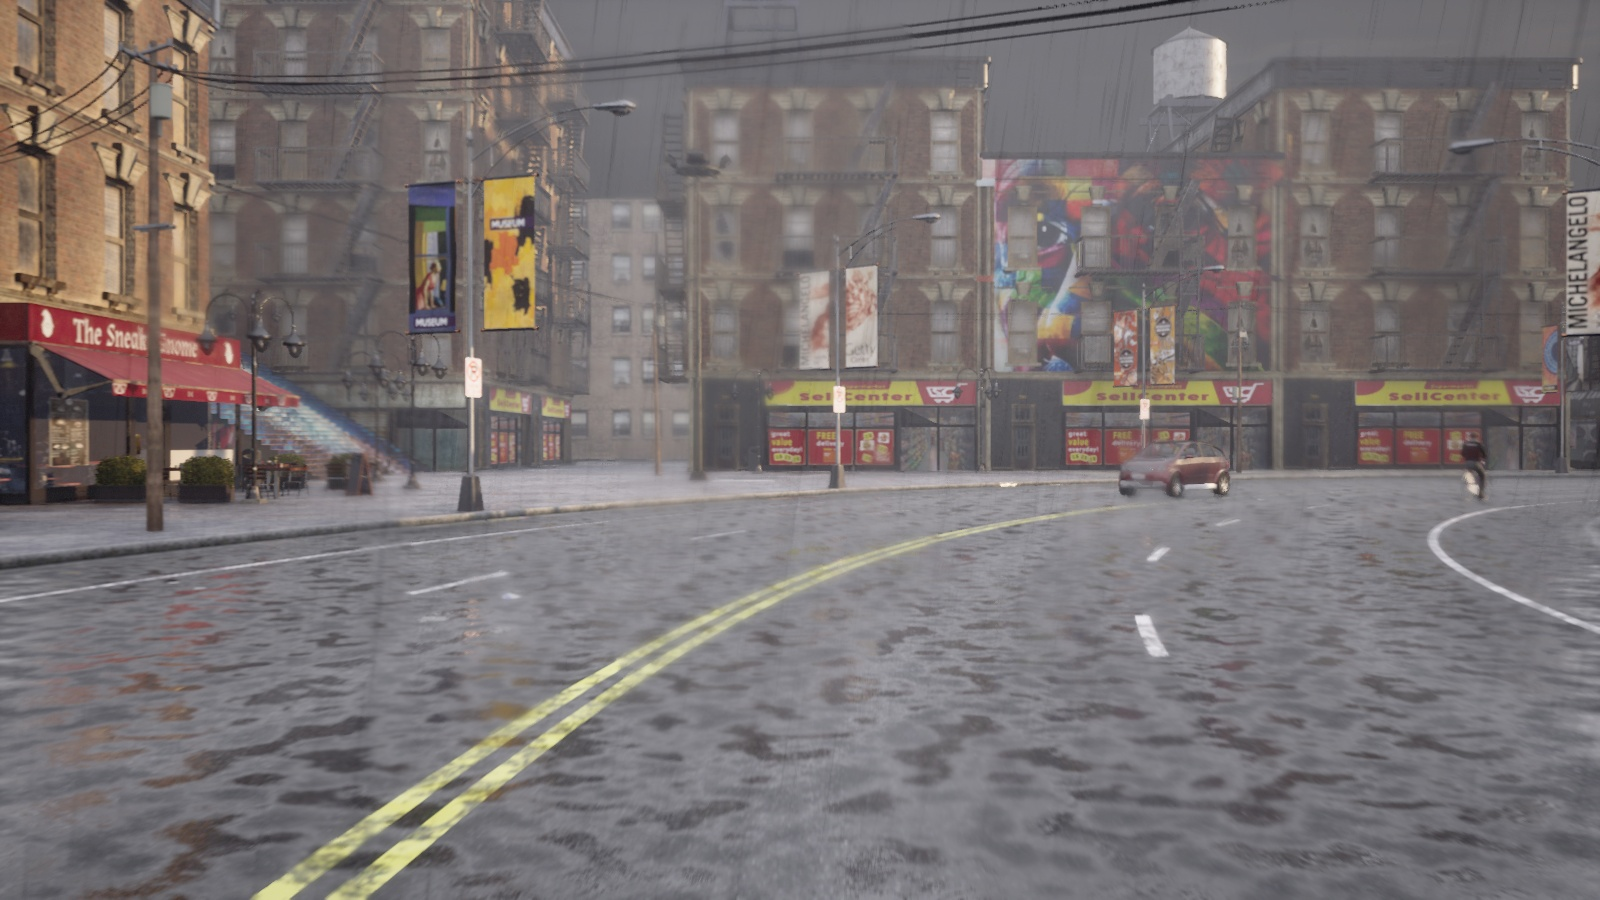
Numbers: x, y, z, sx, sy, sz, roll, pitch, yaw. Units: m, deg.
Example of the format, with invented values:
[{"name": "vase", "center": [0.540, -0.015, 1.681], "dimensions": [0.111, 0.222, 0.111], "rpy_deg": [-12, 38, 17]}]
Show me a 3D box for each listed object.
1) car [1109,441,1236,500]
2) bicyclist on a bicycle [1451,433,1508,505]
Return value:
[{"name": "car", "center": [10.424, 0.540, 35.055], "dimensions": [3.705, 1.549, 1.789], "rpy_deg": [0, 0, -43]}, {"name": "bicyclist on a bicycle", "center": [17.171, 0.458, 31.712], "dimensions": [1.843, 1.776, 0.659], "rpy_deg": [-1, 1, -42]}]
